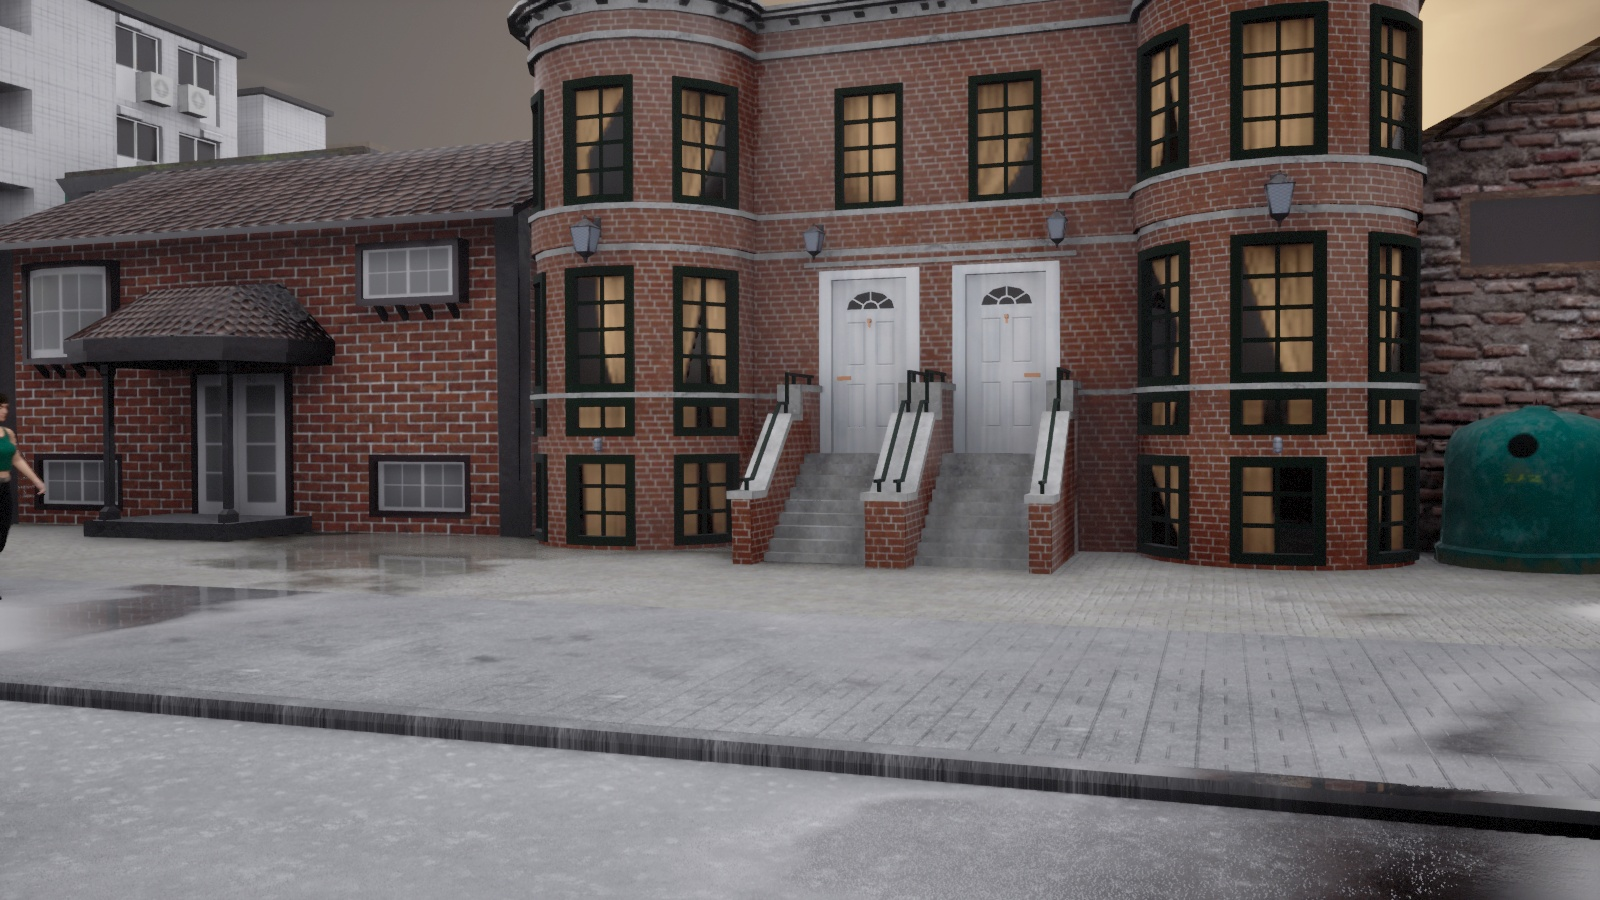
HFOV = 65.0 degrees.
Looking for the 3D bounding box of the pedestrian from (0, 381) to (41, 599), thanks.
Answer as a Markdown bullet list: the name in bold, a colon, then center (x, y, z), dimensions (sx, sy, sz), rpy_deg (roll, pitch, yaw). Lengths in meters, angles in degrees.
- **pedestrian**: center (-6.944, 0.333, 10.834), dimensions (0.594, 1.836, 0.345), rpy_deg (0, 1, 14)
